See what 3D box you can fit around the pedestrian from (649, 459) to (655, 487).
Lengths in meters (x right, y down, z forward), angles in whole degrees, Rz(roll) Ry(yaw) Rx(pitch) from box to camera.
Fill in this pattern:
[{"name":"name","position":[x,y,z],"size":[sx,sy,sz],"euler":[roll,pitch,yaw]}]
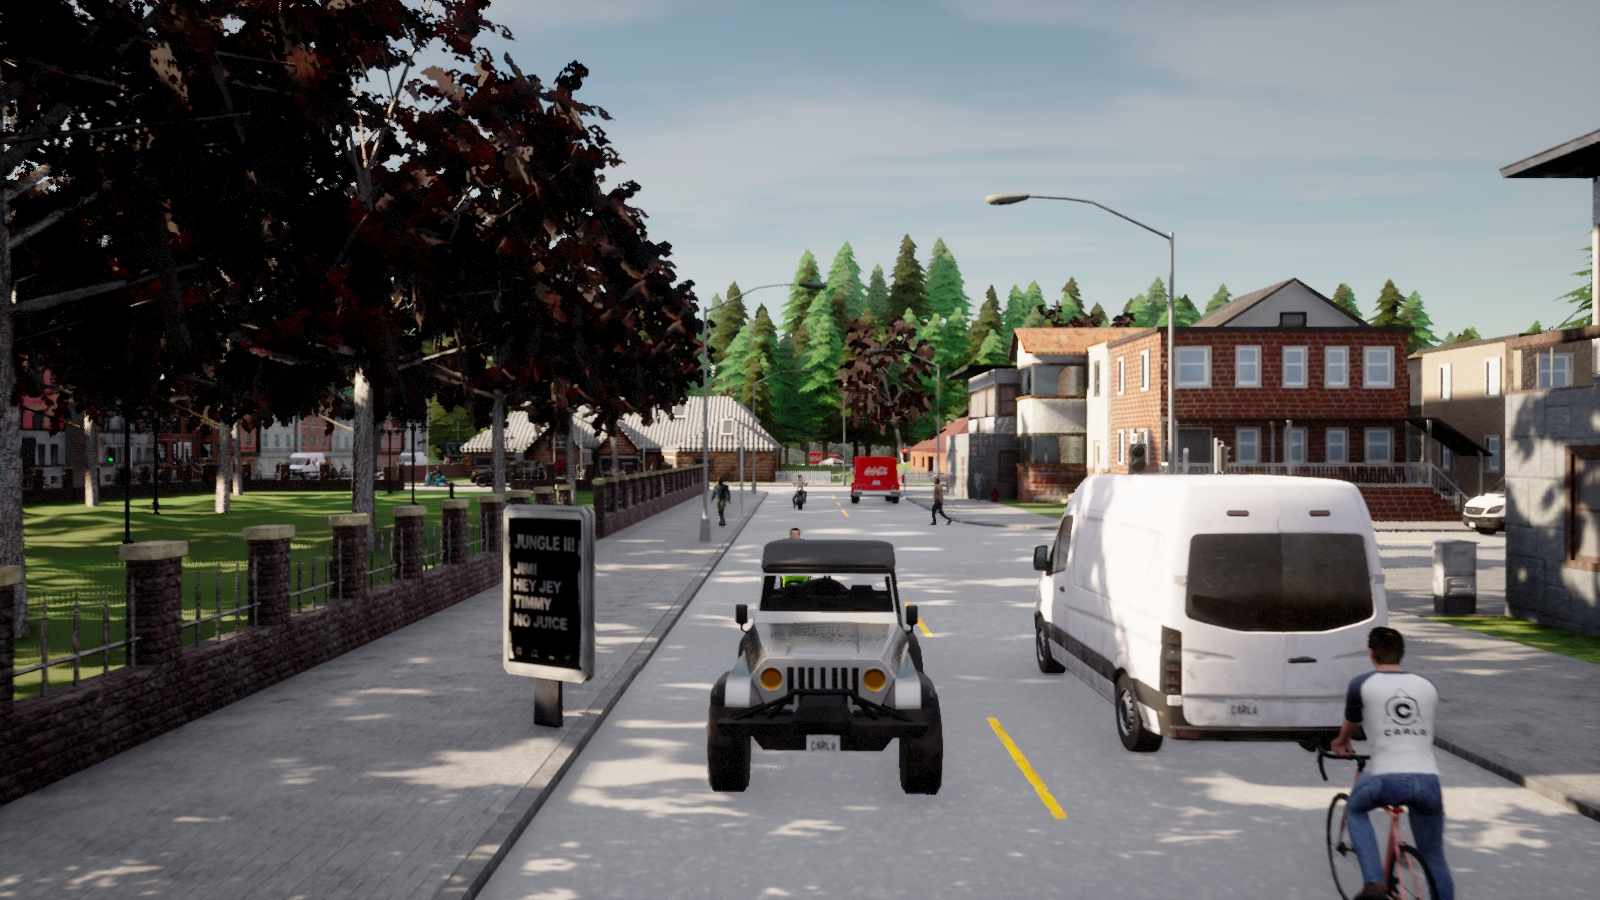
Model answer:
[{"name":"pedestrian","position":[-10.005,1.536,77.300],"size":[0.375,1.860,0.375],"euler":[0,0,0]}]

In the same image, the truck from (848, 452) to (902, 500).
[{"name":"truck","position":[3.965,1.357,61.385],"size":[2.627,2.467,5.204],"euler":[0,0,1]}]

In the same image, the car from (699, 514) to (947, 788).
[{"name":"car","position":[0.257,1.640,10.683],"size":[1.905,1.878,3.866],"euler":[0,0,3]}]

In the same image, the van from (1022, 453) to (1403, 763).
[{"name":"van","position":[3.999,1.316,12.428],"size":[1.988,2.561,5.915],"euler":[0,0,0]}]

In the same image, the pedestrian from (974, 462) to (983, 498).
[{"name":"pedestrian","position":[9.239,1.533,59.003],"size":[0.375,1.860,0.375],"euler":[0,0,-4]}]

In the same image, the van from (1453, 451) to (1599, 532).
[{"name":"van","position":[24.709,1.320,37.049],"size":[5.915,2.561,1.988],"euler":[0,0,0]}]

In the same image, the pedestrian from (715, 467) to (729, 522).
[{"name":"pedestrian","position":[-2.690,1.531,39.323],"size":[0.375,1.860,0.375],"euler":[0,0,15]}]

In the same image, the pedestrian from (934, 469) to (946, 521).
[{"name":"pedestrian","position":[5.098,1.635,41.648],"size":[0.375,1.860,0.375],"euler":[0,0,2]}]

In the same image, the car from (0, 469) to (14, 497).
[{"name":"car","position":[-45.287,1.836,61.837],"size":[2.128,1.511,4.902],"euler":[0,0,0]}]
